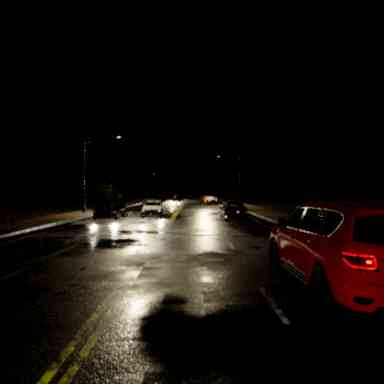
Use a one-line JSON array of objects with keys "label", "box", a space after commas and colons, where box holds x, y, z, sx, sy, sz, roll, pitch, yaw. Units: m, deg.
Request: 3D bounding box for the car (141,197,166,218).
[{"label": "car", "box": [-3.358, 1.484, 29.451, 1.812, 1.442, 4.674, 0, 0, 0]}]

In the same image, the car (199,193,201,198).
[{"label": "car", "box": [3.227, 1.401, 76.047, 1.812, 1.442, 4.674, 0, 0, 0]}]

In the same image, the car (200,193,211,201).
[{"label": "car", "box": [3.230, 1.249, 65.017, 2.097, 1.767, 4.553, 0, 0, 0]}]

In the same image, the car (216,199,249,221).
[{"label": "car", "box": [3.340, 1.510, 26.716, 2.033, 1.411, 5.357, 0, 0, 0]}]

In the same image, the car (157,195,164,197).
[{"label": "car", "box": [-6.522, 1.406, 68.837, 2.128, 1.511, 4.902, 0, 0, 0]}]

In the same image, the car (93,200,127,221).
[{"label": "car", "box": [-6.607, 1.439, 27.175, 1.882, 1.535, 5.008, 0, 0, 0]}]

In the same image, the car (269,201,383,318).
[{"label": "car", "box": [3.346, 1.212, 7.525, 2.150, 2.045, 5.566, 0, 0, 0]}]

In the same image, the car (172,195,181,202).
[{"label": "car", "box": [-3.272, 1.397, 70.641, 2.128, 1.511, 4.902, 0, 0, 0]}]

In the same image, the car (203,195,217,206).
[{"label": "car", "box": [3.233, 1.517, 54.077, 1.895, 1.301, 4.718, 0, 0, 0]}]
